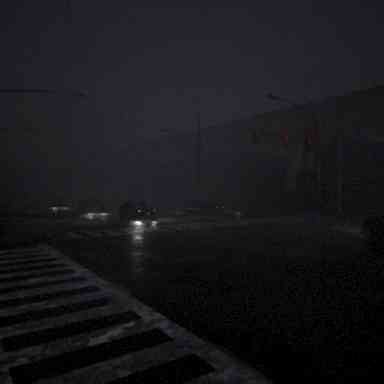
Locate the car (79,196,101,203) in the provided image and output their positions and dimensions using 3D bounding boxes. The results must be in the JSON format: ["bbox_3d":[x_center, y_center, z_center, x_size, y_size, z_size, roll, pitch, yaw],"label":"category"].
[{"bbox_3d":[-20.975,1.480,68.060,4.718,1.301,1.895,0,0,38],"label":"car"}]

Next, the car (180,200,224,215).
[{"bbox_3d":[0.935,1.507,33.148,2.033,1.411,5.357,0,0,-35],"label":"car"}]

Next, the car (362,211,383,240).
[{"bbox_3d":[8.645,1.438,13.627,2.128,1.511,4.902,0,0,8],"label":"car"}]

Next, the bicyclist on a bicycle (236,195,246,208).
[{"bbox_3d":[6.182,1.226,41.809,1.656,1.620,0.582,-1,0,-35],"label":"bicyclist on a bicycle"}]

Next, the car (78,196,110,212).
[{"bbox_3d":[-11.635,1.488,38.524,1.882,1.535,5.008,0,0,-35],"label":"car"}]

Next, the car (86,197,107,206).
[{"bbox_3d":[-16.697,1.613,58.047,1.895,1.301,4.718,0,0,-38],"label":"car"}]

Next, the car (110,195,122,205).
[{"bbox_3d":[-14.259,1.350,60.679,2.097,1.767,4.553,0,0,-38],"label":"car"}]

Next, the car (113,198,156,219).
[{"bbox_3d":[-4.853,1.516,28.836,1.812,1.442,4.674,0,0,-35],"label":"car"}]

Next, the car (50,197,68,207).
[{"bbox_3d":[-20.649,1.515,51.461,1.882,1.535,5.008,0,0,-35],"label":"car"}]
